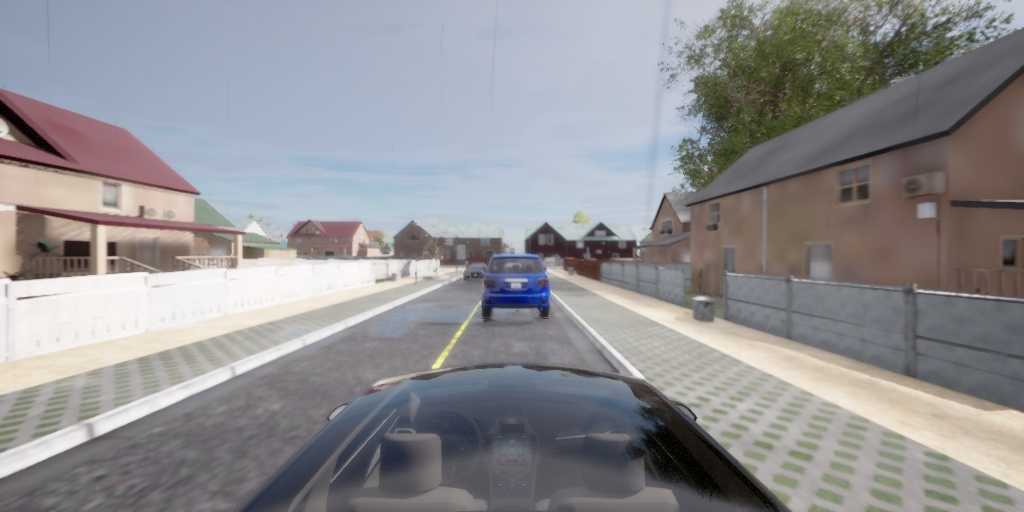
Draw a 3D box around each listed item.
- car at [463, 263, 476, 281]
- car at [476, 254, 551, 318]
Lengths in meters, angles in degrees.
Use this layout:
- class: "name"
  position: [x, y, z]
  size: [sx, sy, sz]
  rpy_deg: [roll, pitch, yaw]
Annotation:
- class: "car"
  position: [-2.773, 1.246, 29.144]
  size: [1.994, 1.385, 4.181]
  rpy_deg: [0, 0, 0]
- class: "car"
  position: [0.109, 0.943, 13.010]
  size: [2.150, 2.045, 5.566]
  rpy_deg: [0, 0, 0]
